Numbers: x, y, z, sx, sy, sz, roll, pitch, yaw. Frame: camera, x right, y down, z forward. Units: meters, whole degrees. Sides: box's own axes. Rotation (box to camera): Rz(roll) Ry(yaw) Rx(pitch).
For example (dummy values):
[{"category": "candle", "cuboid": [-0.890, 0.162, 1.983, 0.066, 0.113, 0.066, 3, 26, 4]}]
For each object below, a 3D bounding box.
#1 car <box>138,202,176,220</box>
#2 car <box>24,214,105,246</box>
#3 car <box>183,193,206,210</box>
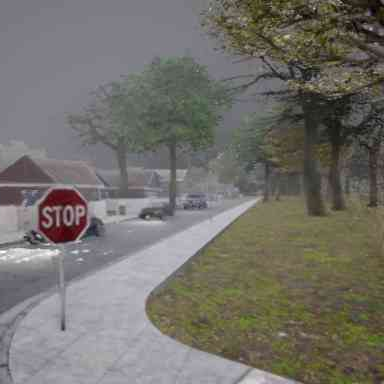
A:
[{"category": "car", "cuboid": [-2.882, 1.554, 28.688, 2.033, 1.411, 5.357, -1, 0, 13]}, {"category": "car", "cuboid": [-5.856, 1.637, 15.748, 1.994, 1.385, 4.181, -1, 0, 13]}, {"category": "car", "cuboid": [0.434, 1.203, 43.088, 2.150, 2.045, 5.566, -1, 0, 13]}]
